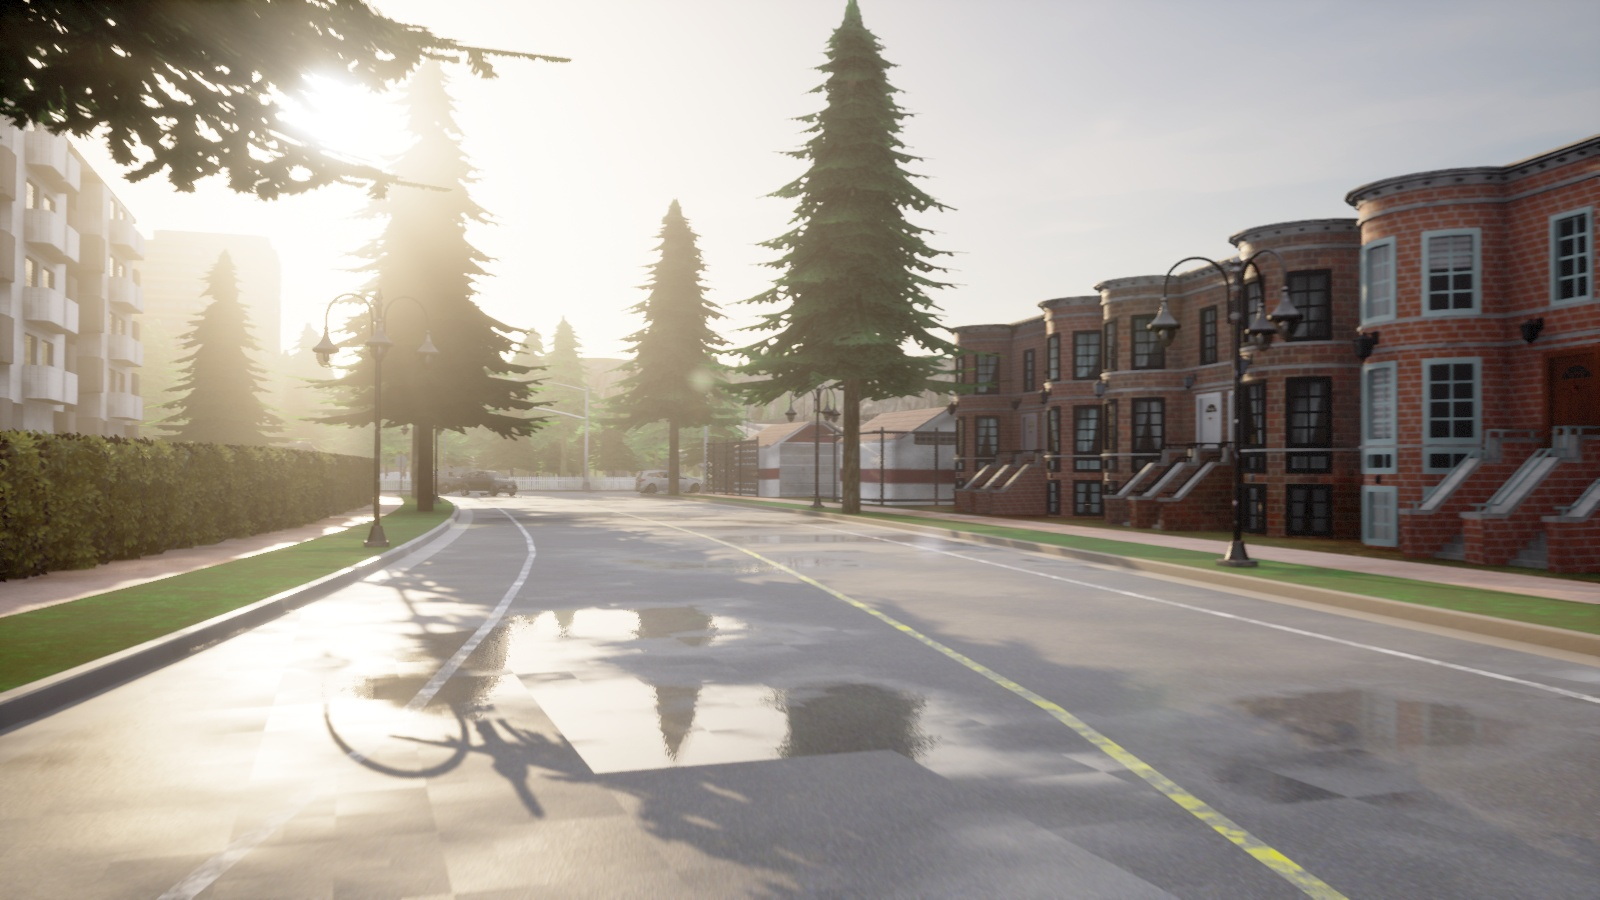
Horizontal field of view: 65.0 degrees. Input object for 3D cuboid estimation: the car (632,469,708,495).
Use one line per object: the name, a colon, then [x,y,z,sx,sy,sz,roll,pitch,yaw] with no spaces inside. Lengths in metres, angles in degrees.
car: [-8.619,2.133,83.191,4.611,1.667,2.242,0,-1,-18]

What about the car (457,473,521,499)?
car: [-18.713,2.169,75.555,3.705,1.549,1.789,-2,-3,35]

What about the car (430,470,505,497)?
car: [-21.865,2.186,82.493,4.611,1.667,2.242,0,-1,-18]
